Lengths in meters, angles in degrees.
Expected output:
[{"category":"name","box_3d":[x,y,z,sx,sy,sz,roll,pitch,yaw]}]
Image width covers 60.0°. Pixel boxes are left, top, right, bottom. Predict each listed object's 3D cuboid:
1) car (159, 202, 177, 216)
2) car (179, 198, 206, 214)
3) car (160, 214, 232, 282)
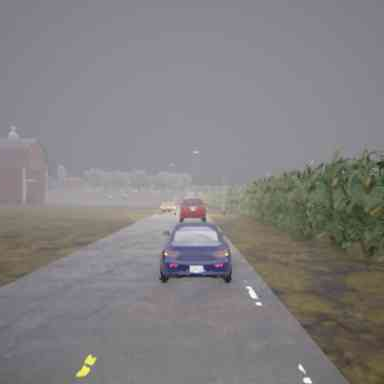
[{"category":"car","box_3d":[-2.776,1.929,39.392,1.882,1.535,5.008,0,-1,0]},{"category":"car","box_3d":[0.077,1.561,29.233,2.150,2.045,5.566,0,-1,0]},{"category":"car","box_3d":[0.100,1.613,9.898,1.812,1.442,4.674,0,0,0]}]
